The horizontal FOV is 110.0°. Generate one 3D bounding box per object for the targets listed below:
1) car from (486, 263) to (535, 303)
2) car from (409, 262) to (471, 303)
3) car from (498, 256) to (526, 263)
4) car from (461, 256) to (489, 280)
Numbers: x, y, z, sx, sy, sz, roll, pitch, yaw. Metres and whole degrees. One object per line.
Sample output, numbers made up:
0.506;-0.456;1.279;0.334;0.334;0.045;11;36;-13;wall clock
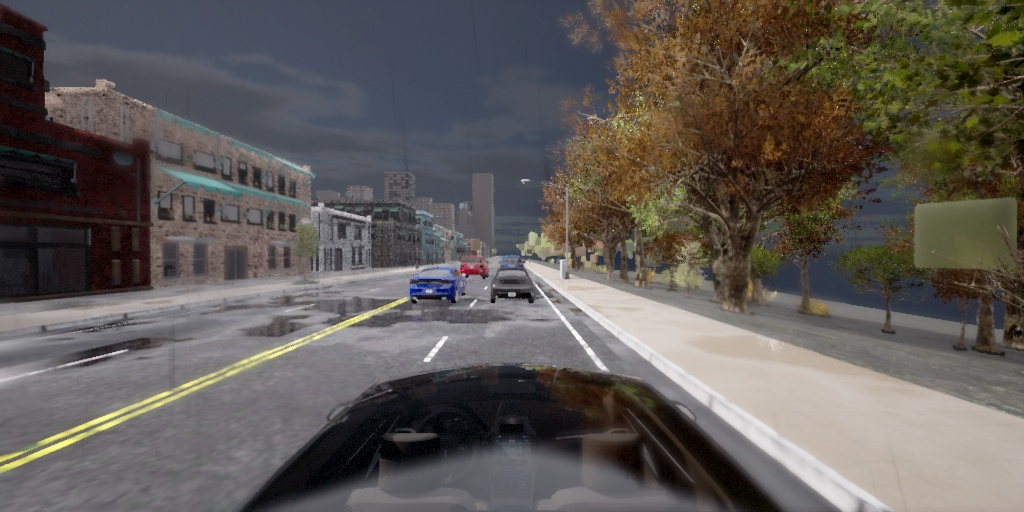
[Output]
0.000;1.261;16.501;1.837;1.490;4.892;0;0;0;car
-3.249;1.229;16.501;1.882;1.535;5.008;0;0;0;car
0.000;1.000;31.531;2.150;2.045;5.566;0;0;0;car
-3.250;1.000;31.531;2.150;2.045;5.566;0;0;0;car
